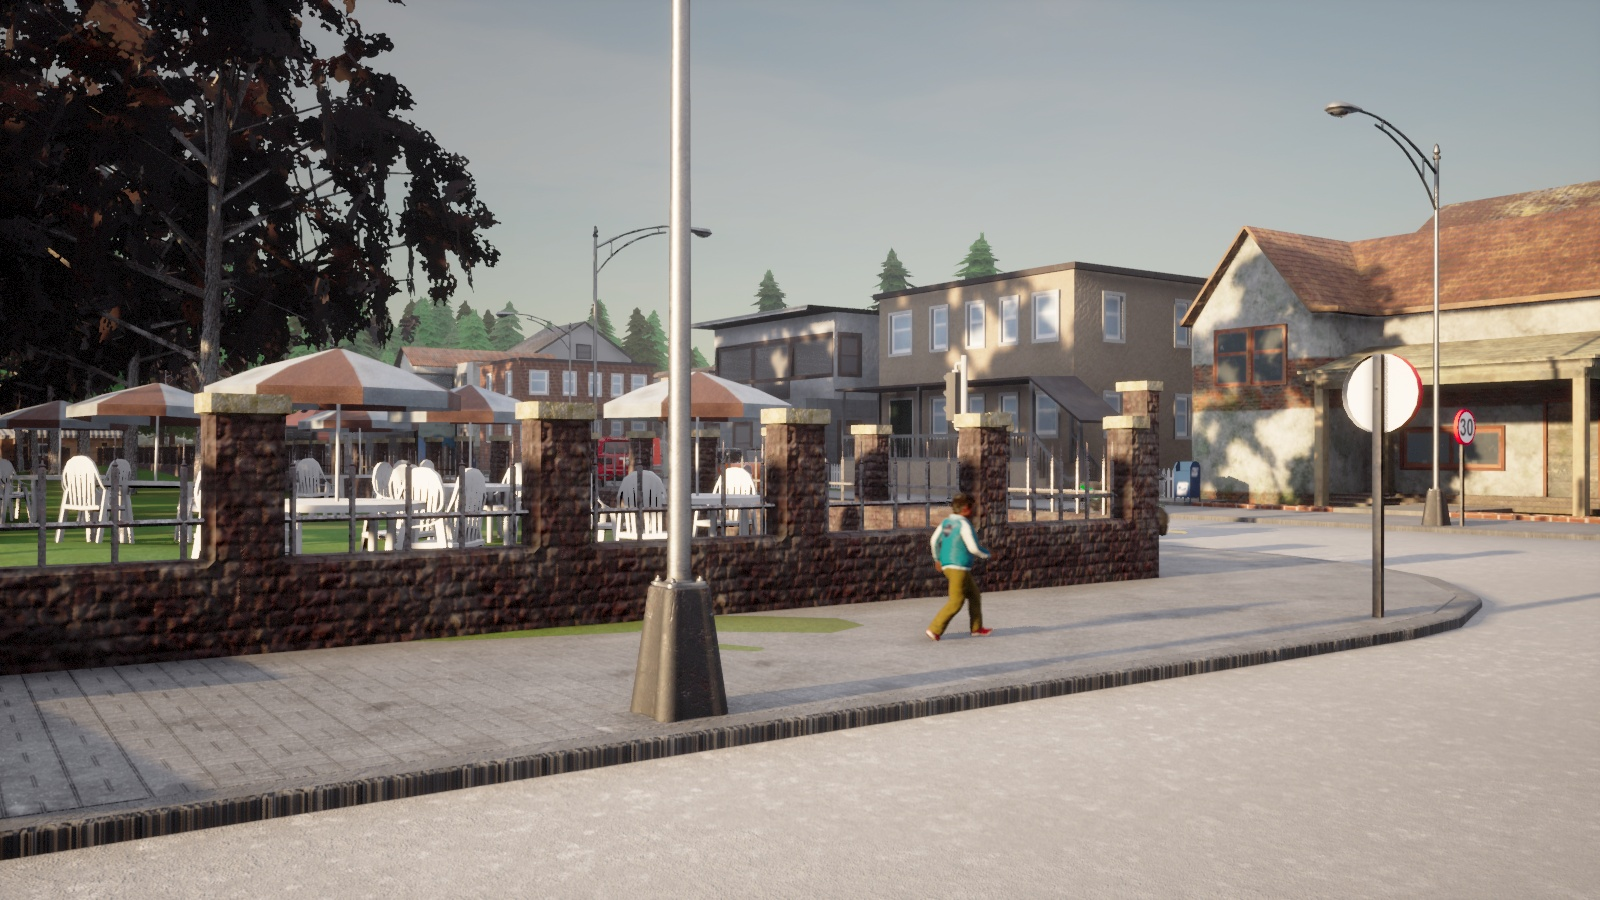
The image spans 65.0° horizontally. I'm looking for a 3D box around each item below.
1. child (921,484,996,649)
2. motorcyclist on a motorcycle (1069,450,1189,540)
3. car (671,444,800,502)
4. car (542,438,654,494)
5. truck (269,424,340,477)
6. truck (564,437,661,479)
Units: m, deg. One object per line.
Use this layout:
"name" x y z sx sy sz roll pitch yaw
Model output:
"child" 1.182 0.855 9.370 0.448 1.192 0.343 0 0 -18
"motorcyclist on a motorcycle" 5.841 0.769 22.400 0.797 1.523 2.044 0 0 -35
"car" -2.155 0.708 40.806 2.097 1.767 4.553 0 0 -35
"car" -7.976 0.601 49.126 2.150 2.045 5.566 0 0 -35
"truck" -34.316 0.048 86.776 2.891 3.462 7.936 0 0 -34
"truck" -11.374 0.467 76.455 5.204 2.467 2.627 0 0 -35
